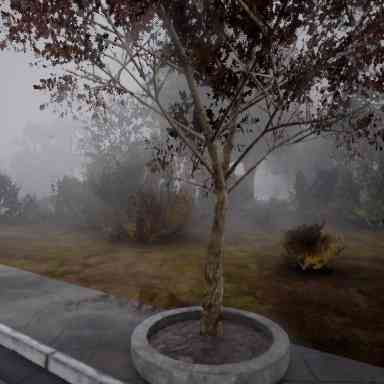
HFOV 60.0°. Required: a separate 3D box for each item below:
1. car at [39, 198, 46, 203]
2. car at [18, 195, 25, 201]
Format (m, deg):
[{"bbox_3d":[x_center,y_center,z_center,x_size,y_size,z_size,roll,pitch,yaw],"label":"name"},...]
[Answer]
[{"bbox_3d":[-16.204,1.210,40.056,1.882,1.535,5.008,1,0,32],"label":"car"},{"bbox_3d":[-22.657,1.174,43.333,1.837,1.490,4.892,1,0,32],"label":"car"}]
